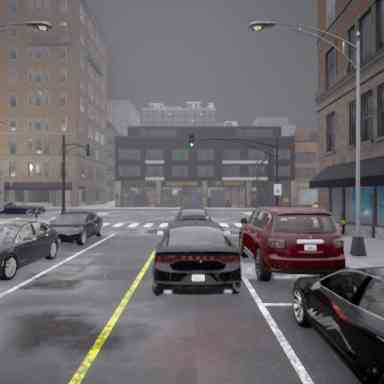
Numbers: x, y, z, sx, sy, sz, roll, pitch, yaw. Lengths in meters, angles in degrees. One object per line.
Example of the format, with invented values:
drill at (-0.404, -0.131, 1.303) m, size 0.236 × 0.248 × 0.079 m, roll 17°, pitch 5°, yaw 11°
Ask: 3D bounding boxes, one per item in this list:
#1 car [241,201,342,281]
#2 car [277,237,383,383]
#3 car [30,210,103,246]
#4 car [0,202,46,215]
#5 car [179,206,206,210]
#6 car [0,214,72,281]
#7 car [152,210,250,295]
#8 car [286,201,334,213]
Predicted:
car at (2.628, 1.319, 9.770) m, size 2.192 × 1.841 × 5.009 m, roll 0°, pitch 0°, yaw 0°
car at (2.632, 1.568, 4.108) m, size 1.947 × 1.339 × 4.313 m, roll 0°, pitch 0°, yaw 0°
car at (-5.402, 1.572, 15.425) m, size 1.947 × 1.339 × 4.313 m, roll 0°, pitch 0°, yaw 0°
car at (-16.194, 1.543, 30.914) m, size 4.718 × 1.301 × 1.895 m, roll 0°, pitch 0°, yaw 0°
car at (0.010, 1.513, 17.352) m, size 1.837 × 1.490 × 4.892 m, roll 0°, pitch 0°, yaw -2°
car at (-5.397, 1.555, 9.763) m, size 2.008 × 1.369 × 4.403 m, roll 0°, pitch 0°, yaw 0°
car at (0.063, 1.481, 8.784) m, size 1.882 × 1.535 × 5.008 m, roll 0°, pitch 0°, yaw -1°
car at (13.347, 1.692, 37.774) m, size 4.718 × 1.301 × 1.895 m, roll 0°, pitch 0°, yaw 0°
